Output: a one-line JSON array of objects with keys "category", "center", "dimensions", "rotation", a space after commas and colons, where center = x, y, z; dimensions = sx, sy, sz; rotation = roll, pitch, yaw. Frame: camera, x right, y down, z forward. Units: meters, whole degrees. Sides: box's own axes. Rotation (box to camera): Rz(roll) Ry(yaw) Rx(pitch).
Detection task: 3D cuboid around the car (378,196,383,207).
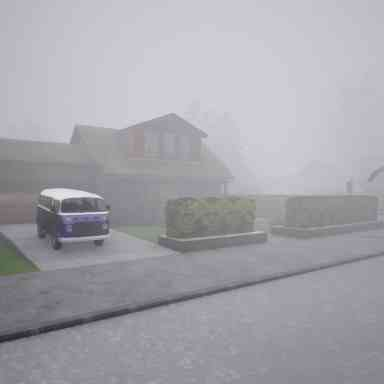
[{"category": "car", "center": [24.583, 0.986, 41.404], "dimensions": [3.866, 1.878, 1.905], "rotation": [0, 0, -1]}]
